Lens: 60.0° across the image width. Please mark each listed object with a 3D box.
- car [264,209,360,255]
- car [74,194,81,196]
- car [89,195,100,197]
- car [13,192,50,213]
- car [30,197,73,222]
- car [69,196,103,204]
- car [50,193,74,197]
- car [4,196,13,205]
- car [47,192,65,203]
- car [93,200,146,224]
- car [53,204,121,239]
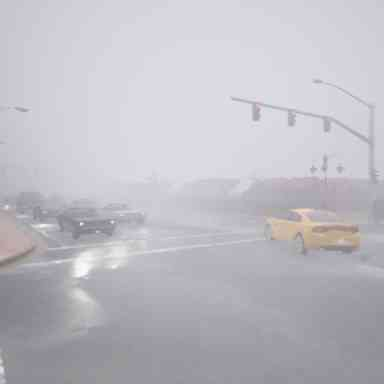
[{"bbox_3d":[4.479,1.402,13.187,1.882,1.535,5.008,1,0,-8],"label":"car"},{"bbox_3d":[-20.847,1.062,59.645,1.812,1.442,4.674,0,1,-33],"label":"car"},{"bbox_3d":[-15.093,1.139,51.087,1.812,1.442,4.674,0,1,-33],"label":"car"},{"bbox_3d":[-16.151,0.979,33.244,2.150,2.045,5.566,0,0,-34],"label":"car"},{"bbox_3d":[-10.569,1.356,24.803,1.812,1.442,4.674,0,1,-33],"label":"car"},{"bbox_3d":[-9.694,1.355,29.822,1.994,1.385,4.181,0,1,-33],"label":"car"},{"bbox_3d":[-15.980,1.196,39.373,2.128,1.511,4.902,0,1,-33],"label":"car"},{"bbox_3d":[-26.627,1.278,49.330,1.895,1.301,4.718,0,1,-33],"label":"car"},{"bbox_3d":[-23.483,0.904,57.283,2.097,1.767,4.553,0,1,-33],"label":"car"},{"bbox_3d":[-4.850,1.457,22.456,1.895,1.301,4.718,0,1,-33],"label":"car"},{"bbox_3d":[-5.538,1.499,17.140,1.895,1.301,4.718,0,1,-33],"label":"car"}]
